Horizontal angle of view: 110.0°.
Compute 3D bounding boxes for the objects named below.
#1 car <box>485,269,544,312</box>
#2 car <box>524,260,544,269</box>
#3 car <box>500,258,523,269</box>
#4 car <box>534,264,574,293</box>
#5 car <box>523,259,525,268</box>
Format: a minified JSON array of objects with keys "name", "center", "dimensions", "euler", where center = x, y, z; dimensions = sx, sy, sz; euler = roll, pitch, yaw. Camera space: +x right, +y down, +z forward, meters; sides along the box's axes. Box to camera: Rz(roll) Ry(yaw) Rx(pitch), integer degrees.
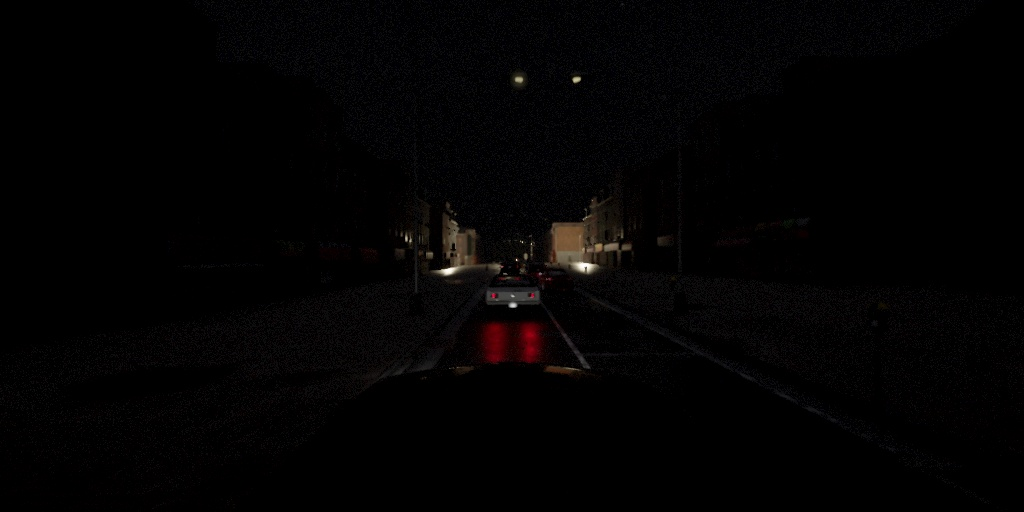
[{"name":"car","center":[0.017,1.360,14.210],"dimensions":[1.895,1.301,4.718],"euler":[0,0,0]},{"name":"car","center":[2.699,1.286,39.631],"dimensions":[1.882,1.535,5.008],"euler":[0,0,0]},{"name":"car","center":[-0.225,1.166,38.554],"dimensions":[2.097,1.767,4.553],"euler":[0,0,0]},{"name":"car","center":[2.488,1.342,20.723],"dimensions":[1.802,1.307,4.207],"euler":[0,0,0]},{"name":"car","center":[2.648,1.360,46.632],"dimensions":[1.812,1.442,4.674],"euler":[0,0,0]}]
